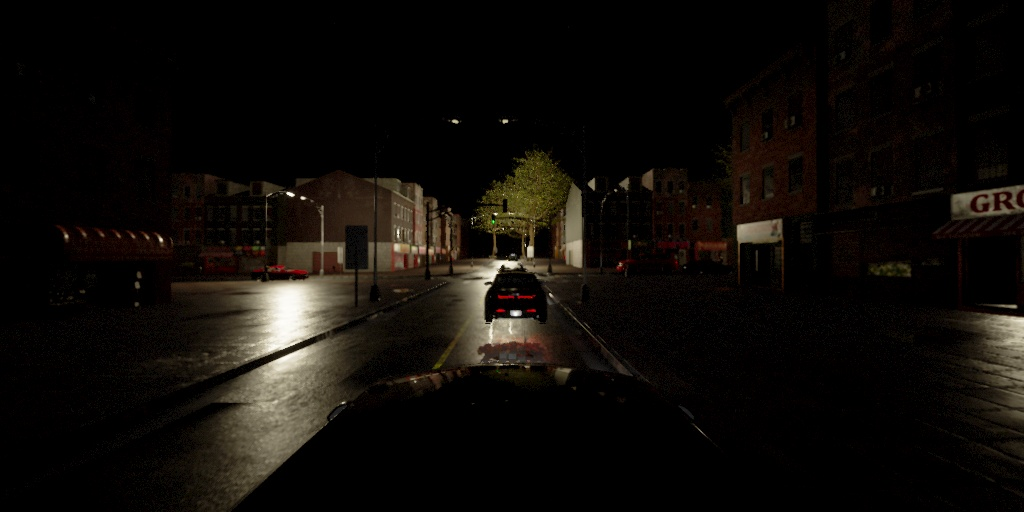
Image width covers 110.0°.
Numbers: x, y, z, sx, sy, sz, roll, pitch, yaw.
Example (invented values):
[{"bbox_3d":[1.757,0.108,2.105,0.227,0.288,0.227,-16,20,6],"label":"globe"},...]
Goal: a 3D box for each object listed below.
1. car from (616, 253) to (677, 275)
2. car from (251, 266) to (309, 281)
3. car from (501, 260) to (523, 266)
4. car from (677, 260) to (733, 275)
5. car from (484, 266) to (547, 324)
[{"bbox_3d":[12.879,0.764,34.241,5.566,2.045,2.150,-1,0,0],"label":"car"},{"bbox_3d":[-20.283,1.560,31.464,4.507,1.381,1.888,0,0,0],"label":"car"},{"bbox_3d":[-0.060,1.229,23.693,2.128,1.511,4.902,0,0,-4],"label":"car"},{"bbox_3d":[17.298,1.024,31.498,4.313,1.339,1.948,0,0,0],"label":"car"},{"bbox_3d":[0.119,1.285,12.121,1.837,1.490,4.892,0,0,0],"label":"car"}]
